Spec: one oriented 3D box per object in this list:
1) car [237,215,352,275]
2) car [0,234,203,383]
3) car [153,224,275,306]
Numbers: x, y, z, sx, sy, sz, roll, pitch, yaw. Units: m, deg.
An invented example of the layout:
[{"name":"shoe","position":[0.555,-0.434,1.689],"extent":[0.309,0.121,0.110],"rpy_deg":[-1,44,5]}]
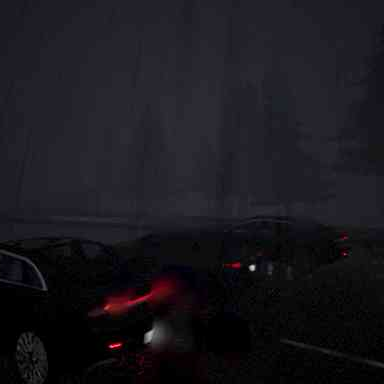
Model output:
[{"name":"car","position":[2.299,1.480,10.444],"extent":[4.902,1.511,2.128],"rpy_deg":[0,0,32]},{"name":"car","position":[-2.518,1.484,5.253],"extent":[4.902,1.511,2.128],"rpy_deg":[0,0,32]},{"name":"car","position":[-0.418,1.554,8.029],"extent":[4.181,1.385,1.994],"rpy_deg":[0,0,32]}]
